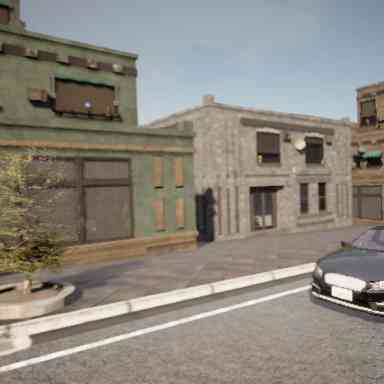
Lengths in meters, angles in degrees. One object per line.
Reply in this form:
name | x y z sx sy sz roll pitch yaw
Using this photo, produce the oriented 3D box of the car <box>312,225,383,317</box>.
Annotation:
car | 4.587 1.488 7.166 4.902 1.511 2.128 0 0 -35
